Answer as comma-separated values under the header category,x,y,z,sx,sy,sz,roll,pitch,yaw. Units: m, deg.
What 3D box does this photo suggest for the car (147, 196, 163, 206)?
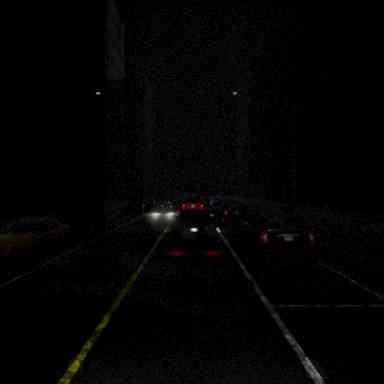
category,x,y,z,sx,sy,sz,roll,pitch,yaw
car,-5.692,1.398,51.257,2.008,1.369,4.403,0,0,0

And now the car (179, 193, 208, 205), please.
category,x,y,z,sx,sy,sz,roll,pitch,yaw
car,0.082,1.259,30.544,2.097,1.767,4.553,0,0,0

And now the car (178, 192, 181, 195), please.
category,x,y,z,sx,sy,sz,roll,pitch,yaw
car,-3.028,0.886,78.386,1.837,1.490,4.892,0,0,0

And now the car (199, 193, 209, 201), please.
category,x,y,z,sx,sy,sz,roll,pitch,yaw
car,2.822,1.082,79.506,2.192,1.841,5.009,0,0,0

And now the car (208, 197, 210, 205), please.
category,x,y,z,sx,sy,sz,roll,pitch,yaw
car,2.840,1.441,34.318,1.887,1.381,4.507,0,0,0

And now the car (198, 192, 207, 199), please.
category,x,y,z,sx,sy,sz,roll,pitch,yaw
car,2.818,1.046,90.804,2.192,1.841,5.009,0,0,0

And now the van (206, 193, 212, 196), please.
category,x,y,z,sx,sy,sz,roll,pitch,yaw
van,2.836,1.221,39.966,1.690,1.788,3.998,0,0,0

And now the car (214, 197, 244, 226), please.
category,x,y,z,sx,sy,sz,roll,pitch,yaw
car,2.843,1.369,23.021,1.967,1.590,4.097,0,0,0

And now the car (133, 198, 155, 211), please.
category,x,y,z,sx,sy,sz,roll,pitch,yaw
car,-5.687,1.424,39.960,1.887,1.381,4.507,0,0,0

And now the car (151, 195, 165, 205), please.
category,x,y,z,sx,sy,sz,roll,pitch,yaw
car,-5.694,1.271,56.906,1.967,1.590,4.097,0,0,0

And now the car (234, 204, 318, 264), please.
category,x,y,z,sx,sy,sz,roll,pitch,yaw
car,2.847,1.403,11.725,1.967,1.590,4.097,0,0,0

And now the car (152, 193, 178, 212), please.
category,x,y,z,sx,sy,sz,roll,pitch,yaw
car,-3.110,1.112,37.613,2.150,2.045,5.566,0,0,0

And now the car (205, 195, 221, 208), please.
category,x,y,z,sx,sy,sz,roll,pitch,yaw
car,2.835,1.303,45.615,1.967,1.590,4.097,0,0,0

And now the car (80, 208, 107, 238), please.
category,x,y,z,sx,sy,sz,roll,pitch,yaw
car,-5.679,1.512,17.365,1.947,1.339,4.313,0,0,0

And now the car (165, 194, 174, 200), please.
category,x,y,z,sx,sy,sz,roll,pitch,yaw
car,-5.704,1.295,85.151,1.887,1.381,4.507,0,0,0

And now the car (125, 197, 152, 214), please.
category,x,y,z,sx,sy,sz,roll,pitch,yaw
car,-5.685,1.462,34.311,1.947,1.339,4.313,0,0,0

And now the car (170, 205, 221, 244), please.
category,x,y,z,sx,sy,sz,roll,pitch,yaw
car,0.087,1.516,15.624,1.994,1.385,4.181,0,0,0

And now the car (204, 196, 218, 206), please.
category,x,y,z,sx,sy,sz,roll,pitch,yaw
car,2.833,1.392,51.264,1.887,1.381,4.507,0,0,0

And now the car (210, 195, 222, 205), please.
category,x,y,z,sx,sy,sz,roll,pitch,yaw
car,2.841,1.353,28.670,1.967,1.590,4.097,0,0,0

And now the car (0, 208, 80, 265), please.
category,x,y,z,sx,sy,sz,roll,pitch,yaw
car,-5.677,1.489,11.546,1.752,1.417,4.829,0,0,0
